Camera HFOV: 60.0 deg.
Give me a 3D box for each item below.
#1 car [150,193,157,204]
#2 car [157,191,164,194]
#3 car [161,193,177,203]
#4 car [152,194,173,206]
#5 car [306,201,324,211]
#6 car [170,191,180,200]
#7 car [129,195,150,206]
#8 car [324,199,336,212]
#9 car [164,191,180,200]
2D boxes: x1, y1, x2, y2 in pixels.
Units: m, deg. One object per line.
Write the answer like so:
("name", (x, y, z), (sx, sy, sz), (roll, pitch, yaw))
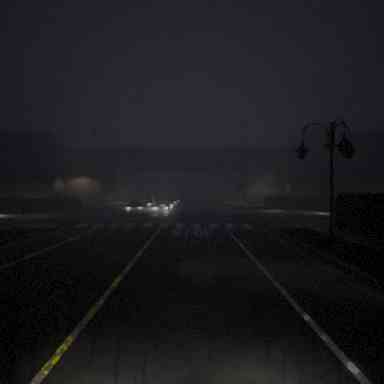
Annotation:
("car", (-7.604, 1.254, 56.610), (1.994, 1.385, 4.181), (0, 0, 0))
("car", (-7.537, 1.128, 67.327), (2.128, 1.511, 4.902), (0, 0, 0))
("car", (-4.096, 1.291, 56.784), (1.895, 1.301, 4.718), (0, 0, 1))
("car", (-4.158, 1.344, 47.556), (1.895, 1.301, 4.718), (0, 0, 0))
("car", (15.019, 1.412, 36.385), (4.718, 1.301, 1.895), (0, 0, 2))
("car", (-4.014, 0.776, 80.240), (2.150, 2.045, 5.566), (0, 0, 0))
("car", (-7.694, 1.220, 47.620), (1.882, 1.535, 5.008), (0, 0, 2))
("car", (15.811, 1.396, 32.845), (4.181, 1.385, 1.994), (0, 0, 0))
("car", (-4.037, 1.127, 67.246), (2.128, 1.511, 4.902), (0, 0, 0))
